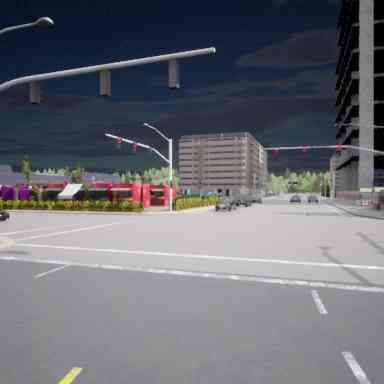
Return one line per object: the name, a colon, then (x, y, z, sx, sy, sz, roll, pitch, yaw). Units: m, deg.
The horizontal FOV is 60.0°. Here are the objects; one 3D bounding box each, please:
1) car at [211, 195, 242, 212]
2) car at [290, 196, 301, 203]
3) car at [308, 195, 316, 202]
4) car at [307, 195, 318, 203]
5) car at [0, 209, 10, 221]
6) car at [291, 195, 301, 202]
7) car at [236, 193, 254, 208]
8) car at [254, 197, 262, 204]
car: (4.116, 1.490, 39.756, 2.128, 1.511, 4.902, 0, 0, 19)
car: (21.519, 1.553, 69.236, 1.994, 1.385, 4.181, 0, 0, 19)
car: (28.018, 1.522, 77.657, 1.812, 1.442, 4.674, 0, 0, 19)
car: (24.729, 1.540, 67.801, 2.033, 1.411, 5.357, 0, 0, 19)
car: (-16.477, 1.619, 26.074, 4.181, 1.385, 1.994, 0, 0, 19)
car: (24.596, 1.538, 78.461, 2.033, 1.411, 5.357, 0, 0, 19)
car: (7.483, 1.217, 49.776, 2.150, 2.045, 5.566, 0, 0, 18)
car: (12.284, 1.562, 63.918, 1.994, 1.385, 4.181, 0, 0, 19)
